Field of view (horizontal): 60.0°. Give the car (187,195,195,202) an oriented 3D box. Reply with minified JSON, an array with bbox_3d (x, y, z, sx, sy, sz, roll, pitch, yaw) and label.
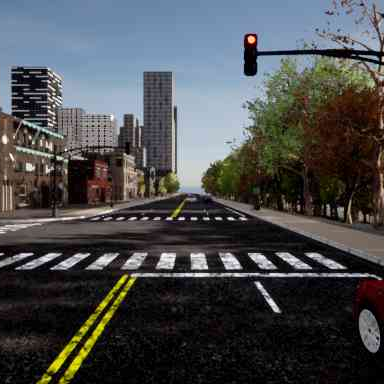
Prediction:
[{"bbox_3d":[-0.178,1.468,77.360,1.837,1.490,4.892,0,0,0],"label":"car"}]

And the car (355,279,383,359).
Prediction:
[{"bbox_3d":[3.343,1.477,2.940,1.882,1.535,5.008,0,0,0],"label":"car"}]

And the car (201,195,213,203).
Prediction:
[{"bbox_3d":[3.196,1.522,65.807,2.033,1.411,5.357,0,0,0],"label":"car"}]

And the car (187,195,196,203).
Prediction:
[{"bbox_3d":[-0.055,1.575,67.321,1.895,1.301,4.718,0,0,0],"label":"car"}]

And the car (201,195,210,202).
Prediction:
[{"bbox_3d":[3.076,1.469,76.301,1.837,1.490,4.892,0,0,0],"label":"car"}]
